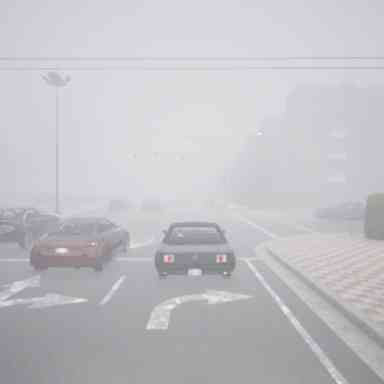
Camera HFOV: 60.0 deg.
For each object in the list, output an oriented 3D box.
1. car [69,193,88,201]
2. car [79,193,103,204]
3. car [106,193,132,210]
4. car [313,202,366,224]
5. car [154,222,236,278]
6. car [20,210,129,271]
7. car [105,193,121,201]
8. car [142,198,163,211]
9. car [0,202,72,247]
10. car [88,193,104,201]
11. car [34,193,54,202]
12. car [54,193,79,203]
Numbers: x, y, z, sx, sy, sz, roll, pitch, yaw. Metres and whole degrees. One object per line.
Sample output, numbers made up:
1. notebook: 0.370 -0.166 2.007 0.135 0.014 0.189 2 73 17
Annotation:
1. car: -23.339 1.005 68.638 2.033 1.411 5.357 0 0 0
2. car: -16.351 1.078 54.307 1.837 1.490 4.892 0 1 0
3. car: -7.739 1.194 36.290 1.882 1.535 5.008 0 0 -2
4. car: 11.071 1.371 22.544 5.357 1.411 2.033 0 0 5
5. car: 0.070 1.524 9.796 1.895 1.301 4.718 0 0 0
6. car: -3.332 1.479 10.643 1.994 1.385 4.181 0 0 1
7. car: -16.339 1.004 68.753 2.033 1.411 5.357 0 0 0
8. car: -4.199 1.287 35.388 1.994 1.385 4.181 0 0 -2
9. car: -6.988 1.384 13.755 2.128 1.511 4.902 0 1 -1
10. car: -19.839 1.017 68.761 1.994 1.385 4.181 0 0 0
11. car: -23.341 0.938 53.199 2.097 1.767 4.553 0 0 0
12. car: -19.849 1.071 53.708 2.128 1.511 4.902 0 1 0
